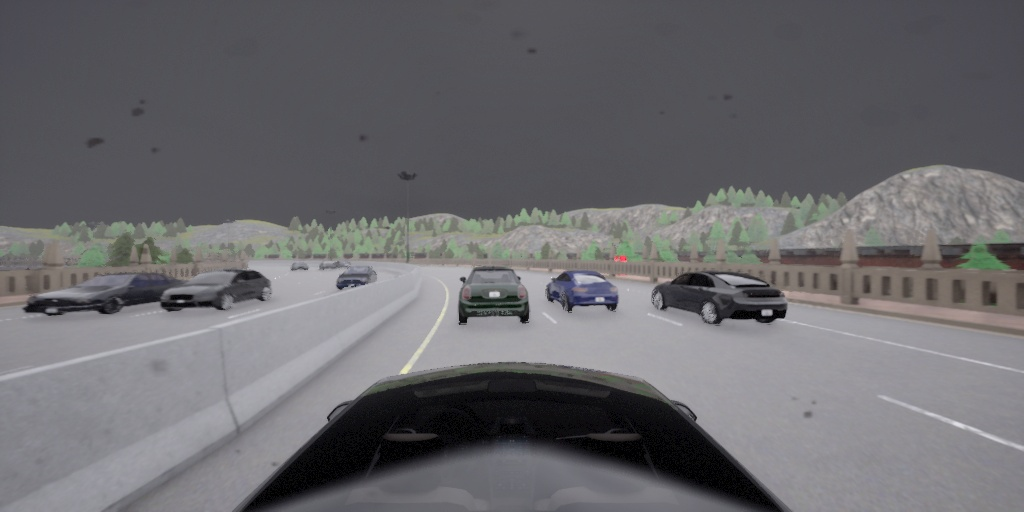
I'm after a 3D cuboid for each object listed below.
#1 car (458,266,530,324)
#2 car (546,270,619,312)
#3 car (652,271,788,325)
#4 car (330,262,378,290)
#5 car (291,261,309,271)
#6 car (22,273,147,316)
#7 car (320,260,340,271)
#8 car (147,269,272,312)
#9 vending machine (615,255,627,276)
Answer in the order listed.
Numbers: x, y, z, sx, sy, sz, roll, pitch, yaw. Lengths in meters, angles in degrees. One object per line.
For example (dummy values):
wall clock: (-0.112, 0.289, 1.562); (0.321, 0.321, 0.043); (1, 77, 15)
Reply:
car: (-0.710, 1.114, 12.288); (2.097, 1.767, 4.553); (0, 0, -6)
car: (2.627, 1.275, 14.093); (1.812, 1.442, 4.674); (0, 0, -7)
car: (6.390, 1.236, 11.726); (1.837, 1.490, 4.892); (0, 0, -6)
car: (-9.872, 1.357, 23.246); (2.033, 1.411, 5.357); (0, 0, -14)
car: (-30.571, 1.483, 51.666); (1.994, 1.385, 4.181); (0, 0, -35)
car: (-15.157, 1.371, 14.118); (2.033, 1.411, 5.357); (0, 0, -9)
car: (-27.245, 1.432, 53.055); (1.812, 1.442, 4.674); (0, 0, -35)
car: (-11.777, 1.315, 14.711); (1.837, 1.490, 4.892); (0, 0, -10)
vending machine: (10.137, 0.929, 33.778); (1.100, 2.100, 0.880); (0, 0, -17)
